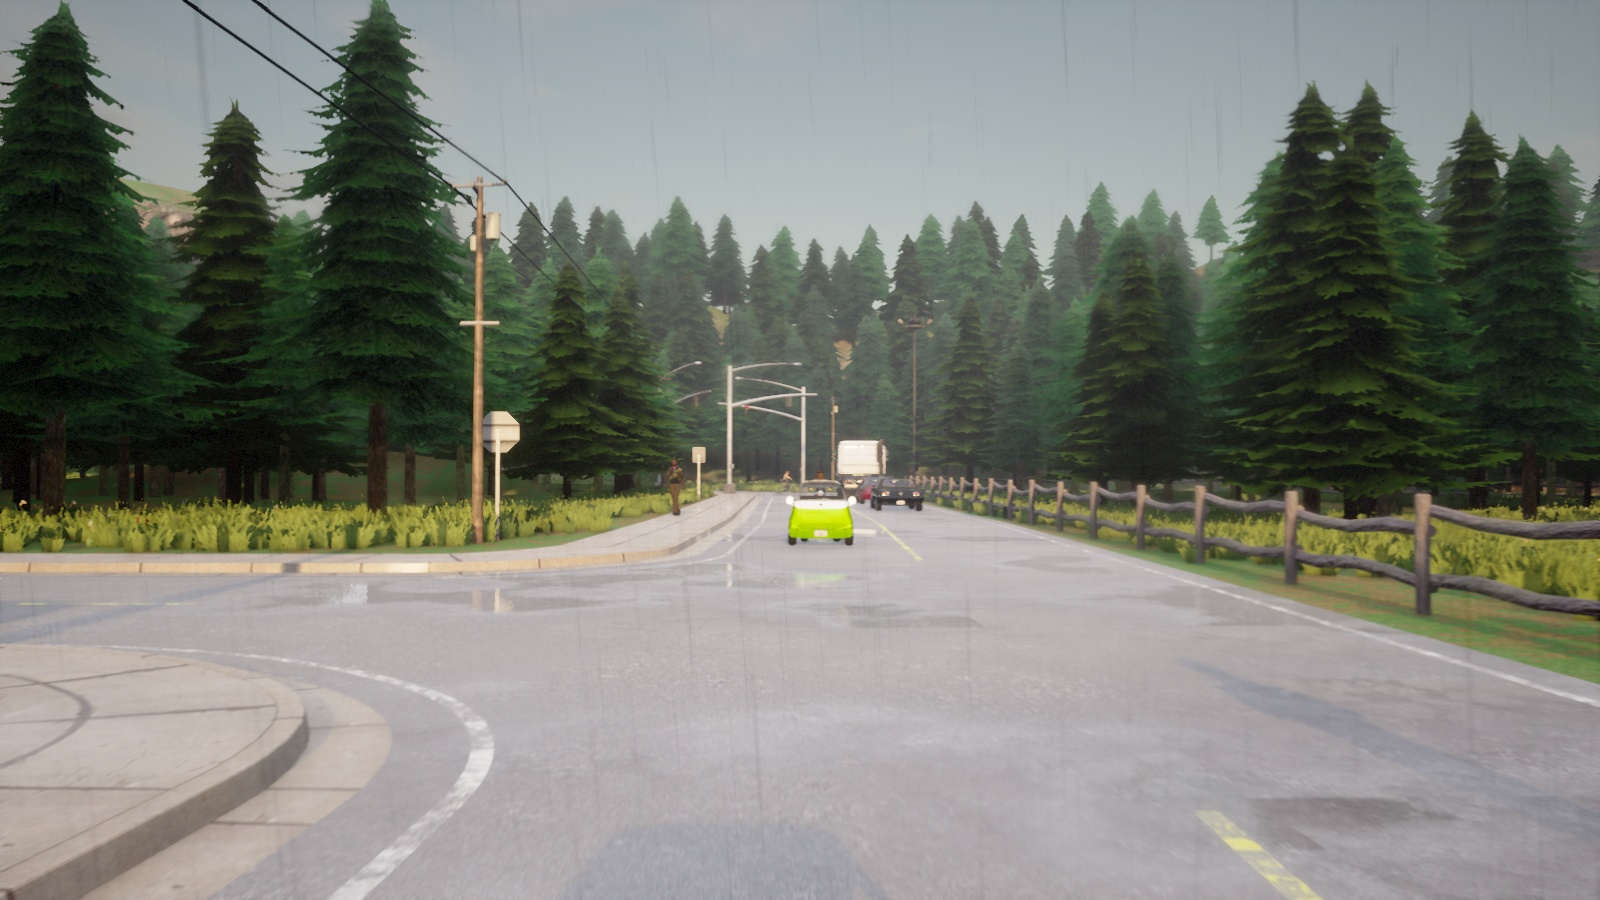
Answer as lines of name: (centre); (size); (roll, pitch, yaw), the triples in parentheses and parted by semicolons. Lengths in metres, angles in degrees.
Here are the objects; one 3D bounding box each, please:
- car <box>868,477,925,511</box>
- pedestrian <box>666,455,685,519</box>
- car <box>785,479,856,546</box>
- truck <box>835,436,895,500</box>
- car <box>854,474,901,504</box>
car: (3.882, 1.765, 51.247); (1.895, 1.301, 4.718); (0, -1, -1)
pedestrian: (-3.811, 1.134, 38.434); (0.395, 1.930, 0.692); (0, -1, 12)
car: (0.443, 1.323, 27.204); (1.481, 1.376, 2.207); (0, -1, 1)
truck: (3.608, 1.024, 71.599); (2.891, 3.462, 7.936); (0, -1, -1)
car: (3.748, 1.902, 61.581); (1.994, 1.385, 4.181); (0, -1, -1)
